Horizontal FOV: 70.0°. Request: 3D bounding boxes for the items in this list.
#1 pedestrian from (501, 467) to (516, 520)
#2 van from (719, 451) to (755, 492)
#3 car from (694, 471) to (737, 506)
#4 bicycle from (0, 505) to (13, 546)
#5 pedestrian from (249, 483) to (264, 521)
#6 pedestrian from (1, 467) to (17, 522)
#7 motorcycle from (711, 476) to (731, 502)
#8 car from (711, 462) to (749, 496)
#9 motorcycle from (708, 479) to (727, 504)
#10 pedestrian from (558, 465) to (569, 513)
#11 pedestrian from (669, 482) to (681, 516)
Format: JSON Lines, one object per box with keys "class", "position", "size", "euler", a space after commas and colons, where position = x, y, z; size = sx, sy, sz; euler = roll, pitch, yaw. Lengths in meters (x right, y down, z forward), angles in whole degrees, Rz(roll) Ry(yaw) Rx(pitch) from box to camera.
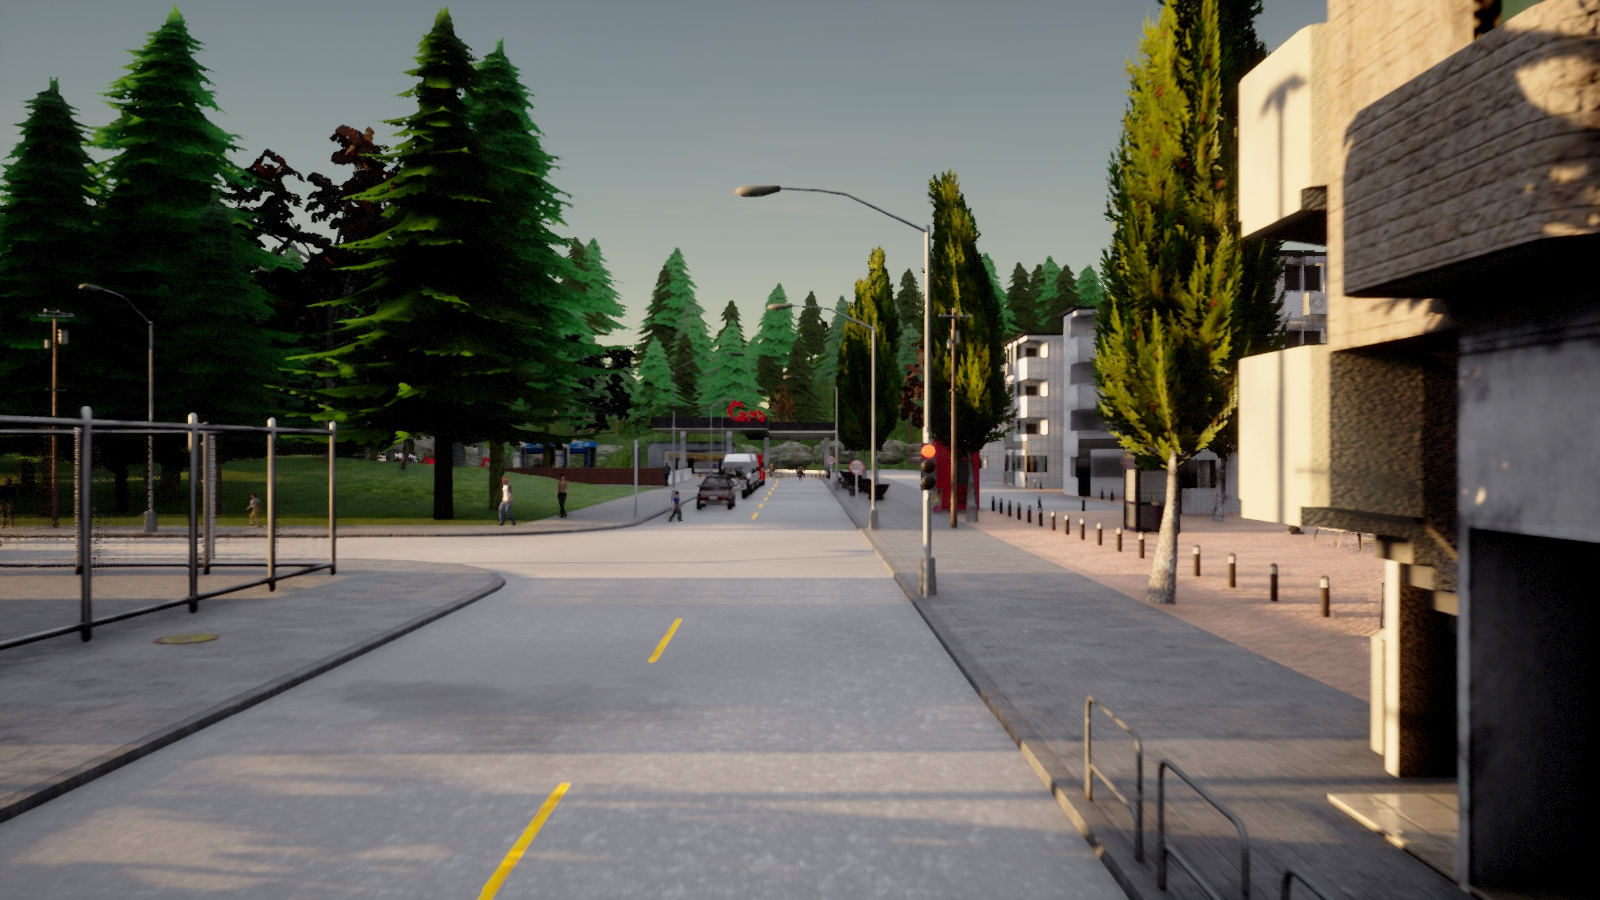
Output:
{"class": "pedestrian", "position": [-10.263, 1.524, 40.229], "size": [0.375, 1.860, 0.375], "euler": [0, 0, 43]}
{"class": "van", "position": [-3.991, 1.314, 73.631], "size": [1.988, 2.561, 5.915], "euler": [0, 0, 0]}
{"class": "car", "position": [-4.000, 1.806, 54.778], "size": [1.789, 1.549, 3.705], "euler": [0, 0, 0]}
{"class": "bicycle", "position": [-22.162, 2.036, 30.680], "size": [1.487, 1.080, 0.859], "euler": [0, 0, 0]}
{"class": "pedestrian", "position": [-18.886, 1.805, 39.707], "size": [0.375, 1.300, 0.375], "euler": [0, 0, -3]}
{"class": "pedestrian", "position": [-27.077, 1.524, 39.118], "size": [0.375, 1.860, 0.375], "euler": [0, 0, 39]}
{"class": "motorcycle", "position": [-3.988, 1.962, 57.732], "size": [0.856, 1.236, 1.805], "euler": [0, 0, 0]}
{"class": "car", "position": [-4.046, 1.644, 66.565], "size": [1.932, 1.855, 4.605], "euler": [0, 0, 0]}
{"class": "motorcycle", "position": [-4.018, 1.993, 55.740], "size": [0.803, 1.145, 2.033], "euler": [0, 0, 0]}
{"class": "pedestrian", "position": [-9.295, 1.526, 44.906], "size": [0.375, 1.860, 0.375], "euler": [0, 0, 0]}
{"class": "pedestrian", "position": [-4.838, 1.909, 44.272], "size": [0.375, 1.300, 0.375], "euler": [0, 0, 12]}
